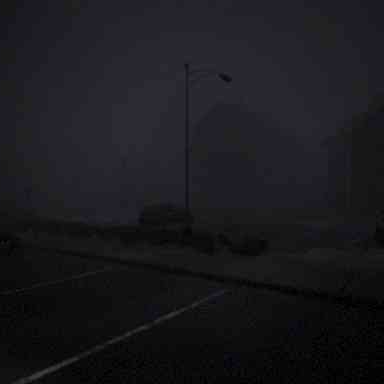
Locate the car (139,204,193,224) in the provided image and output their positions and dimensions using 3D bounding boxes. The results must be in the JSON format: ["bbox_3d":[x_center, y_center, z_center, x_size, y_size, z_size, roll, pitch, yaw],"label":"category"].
[{"bbox_3d":[-1.699,1.553,22.536,1.816,1.474,4.193,0,0,35],"label":"car"}]

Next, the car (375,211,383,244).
[{"bbox_3d":[9.648,1.315,15.232,1.905,1.878,3.866,0,0,35],"label":"car"}]

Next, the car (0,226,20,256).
[{"bbox_3d":[-8.136,1.564,11.333,1.784,1.438,3.905,0,0,35],"label":"car"}]
